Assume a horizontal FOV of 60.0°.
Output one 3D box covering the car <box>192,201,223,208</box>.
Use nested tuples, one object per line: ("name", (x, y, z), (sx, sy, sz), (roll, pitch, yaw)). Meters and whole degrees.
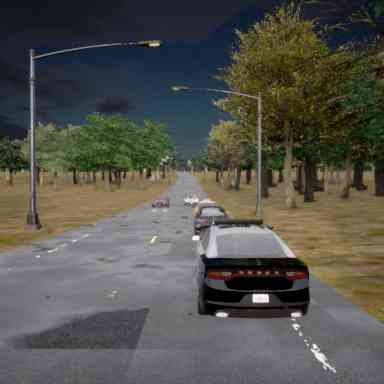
("car", (1.029, 1.440, 17.544), (1.812, 1.442, 4.674), (0, 1, 0))

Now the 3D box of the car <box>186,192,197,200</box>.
("car", (-0.080, 0.684, 58.234), (1.895, 1.301, 4.718), (0, 2, 0))

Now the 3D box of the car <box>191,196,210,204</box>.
("car", (1.020, 1.306, 23.732), (1.801, 1.575, 5.366), (0, 1, 0))

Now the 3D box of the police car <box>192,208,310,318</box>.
("police car", (1.043, 1.408, 7.654), (1.930, 1.638, 5.238), (0, 0, 0))

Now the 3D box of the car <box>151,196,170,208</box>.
("car", (-3.652, 1.189, 39.566), (1.994, 1.385, 4.181), (0, 1, 0))

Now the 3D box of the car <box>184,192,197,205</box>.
("car", (-0.040, 1.097, 45.132), (1.895, 1.301, 4.718), (0, 1, 0))
